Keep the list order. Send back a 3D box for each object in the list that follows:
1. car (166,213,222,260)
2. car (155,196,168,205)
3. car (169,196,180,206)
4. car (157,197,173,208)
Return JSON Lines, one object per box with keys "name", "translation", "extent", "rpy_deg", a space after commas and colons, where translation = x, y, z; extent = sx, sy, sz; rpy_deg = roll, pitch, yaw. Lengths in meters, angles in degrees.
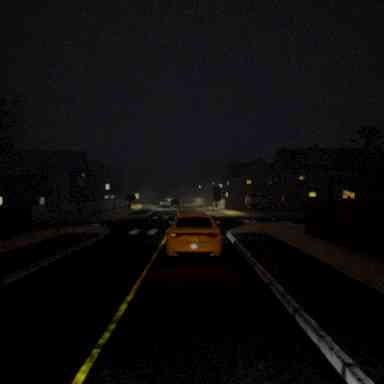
{"name": "car", "translation": [0.083, 1.553, 12.791], "extent": [1.882, 1.535, 5.008], "rpy_deg": [0, 0, 1]}
{"name": "car", "translation": [-6.944, 2.108, 72.326], "extent": [1.994, 1.385, 4.181], "rpy_deg": [0, -1, -10]}
{"name": "car", "translation": [-3.709, 2.172, 69.893], "extent": [1.837, 1.490, 4.892], "rpy_deg": [0, -1, -10]}
{"name": "car", "translation": [-4.651, 2.031, 56.761], "extent": [1.812, 1.442, 4.674], "rpy_deg": [0, -1, -6]}
